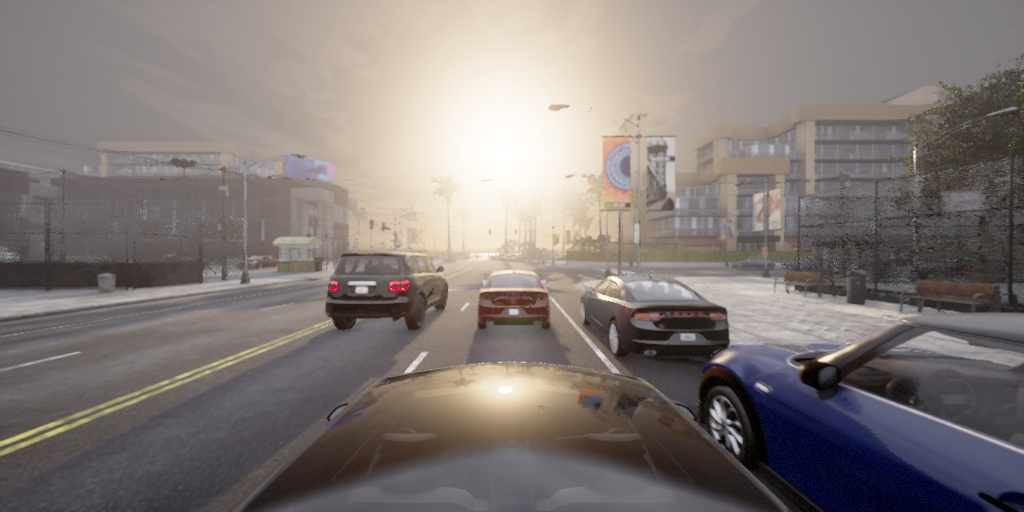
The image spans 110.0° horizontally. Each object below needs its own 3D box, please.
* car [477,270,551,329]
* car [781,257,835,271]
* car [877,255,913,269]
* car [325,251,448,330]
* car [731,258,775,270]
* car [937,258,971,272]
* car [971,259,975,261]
[{"bbox_3d":[0.061,1.145,10.928,1.882,1.535,5.008,0,0,0],"label":"car"},{"bbox_3d":[32.290,0.894,39.223,5.008,1.535,1.882,0,1,0],"label":"car"},{"bbox_3d":[45.104,0.669,42.753,5.008,1.535,1.882,0,1,-1],"label":"car"},{"bbox_3d":[-3.441,0.884,10.945,2.150,2.045,5.566,0,0,0],"label":"car"},{"bbox_3d":[28.673,0.911,42.695,4.674,1.442,1.812,0,1,0],"label":"car"},{"bbox_3d":[45.169,0.952,35.755,4.892,1.490,1.837,0,1,-1],"label":"car"},{"bbox_3d":[45.171,0.831,32.254,4.553,1.767,2.097,0,1,-1],"label":"car"}]
